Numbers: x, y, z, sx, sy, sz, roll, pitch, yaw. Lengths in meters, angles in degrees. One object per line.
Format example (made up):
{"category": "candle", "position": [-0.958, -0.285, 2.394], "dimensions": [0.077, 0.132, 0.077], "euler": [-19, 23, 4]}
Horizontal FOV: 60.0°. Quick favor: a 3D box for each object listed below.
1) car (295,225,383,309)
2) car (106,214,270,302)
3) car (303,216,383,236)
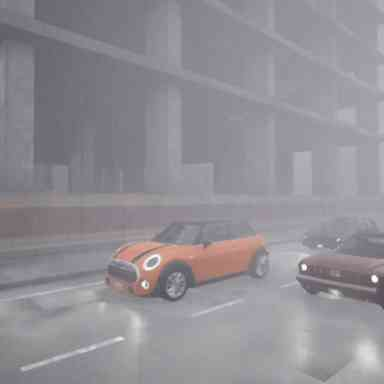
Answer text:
{"category": "car", "position": [4.541, 1.743, 8.196], "dimensions": [4.718, 1.301, 1.895], "euler": [1, -1, -42]}
{"category": "car", "position": [0.048, 1.519, 8.897], "dimensions": [4.553, 1.767, 2.097], "euler": [1, -1, -41]}
{"category": "car", "position": [7.138, 1.810, 15.179], "dimensions": [5.357, 1.411, 2.033], "euler": [1, -1, -42]}
